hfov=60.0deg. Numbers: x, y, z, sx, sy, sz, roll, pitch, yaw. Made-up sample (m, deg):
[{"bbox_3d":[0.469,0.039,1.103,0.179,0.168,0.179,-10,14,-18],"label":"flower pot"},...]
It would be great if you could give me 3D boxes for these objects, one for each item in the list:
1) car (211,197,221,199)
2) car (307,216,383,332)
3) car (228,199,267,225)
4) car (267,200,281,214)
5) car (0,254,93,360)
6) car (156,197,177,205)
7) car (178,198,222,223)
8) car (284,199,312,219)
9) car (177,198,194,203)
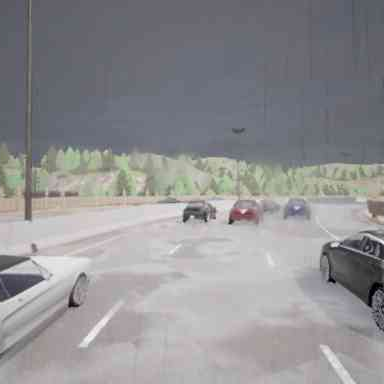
[{"bbox_3d":[3.127,1.525,48.890,1.882,1.535,5.008,0,0,31],"label":"car"},{"bbox_3d":[4.062,1.501,6.663,2.128,1.511,4.902,0,0,5],"label":"car"},{"bbox_3d":[4.059,1.349,24.478,2.097,1.767,4.553,0,0,17],"label":"car"},{"bbox_3d":[8.119,1.559,35.572,2.033,1.411,5.357,0,0,25],"label":"car"},{"bbox_3d":[-3.130,1.586,4.961,1.895,1.301,4.718,0,0,3],"label":"car"},{"bbox_3d":[-3.640,1.558,51.135,1.837,1.490,4.892,0,0,30],"label":"car"},{"bbox_3d":[0.702,1.498,25.540,1.837,1.490,4.892,0,0,17],"label":"car"},{"bbox_3d":[9.190,1.356,28.792,2.097,1.767,4.553,0,0,20],"label":"car"},{"bbox_3d":[0.184,1.579,50.779,1.812,1.442,4.674,0,0,31],"label":"car"}]
